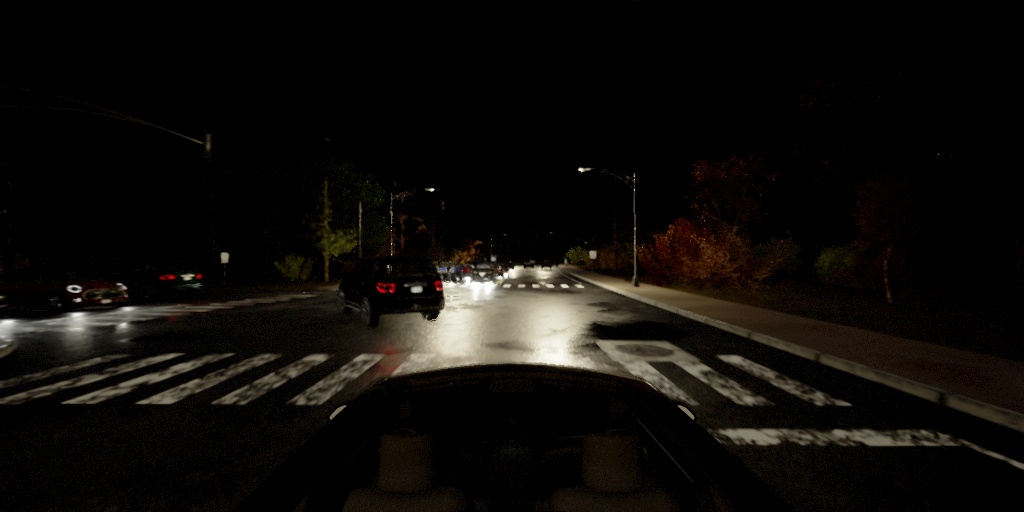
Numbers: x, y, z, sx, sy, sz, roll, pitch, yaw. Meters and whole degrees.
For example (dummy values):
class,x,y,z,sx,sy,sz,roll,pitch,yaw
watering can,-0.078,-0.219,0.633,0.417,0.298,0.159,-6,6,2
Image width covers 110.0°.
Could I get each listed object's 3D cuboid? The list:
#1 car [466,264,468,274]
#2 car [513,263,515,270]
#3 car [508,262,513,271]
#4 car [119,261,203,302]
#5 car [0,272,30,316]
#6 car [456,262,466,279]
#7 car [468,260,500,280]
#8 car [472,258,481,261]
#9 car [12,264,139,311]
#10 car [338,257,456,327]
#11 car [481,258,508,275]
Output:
class,x,y,z,sx,sy,sz,roll,pitch,yaw
car,-5.372,1.598,41.490,1.895,1.301,4.718,0,0,4
car,-0.626,1.659,61.413,1.994,1.385,4.181,0,0,5
car,-1.408,1.651,51.613,1.895,1.301,4.718,0,0,4
car,-19.514,1.289,19.006,5.566,2.045,2.150,-1,-1,8
car,-20.115,1.444,12.264,4.902,1.511,2.128,-1,-1,8
car,-5.842,1.297,32.522,2.097,1.767,4.553,0,0,3
car,-2.554,1.444,33.676,2.128,1.511,4.902,0,0,1
car,-4.681,1.271,51.415,2.150,2.045,5.566,0,0,4
car,-19.370,1.355,15.467,4.553,1.767,2.097,-1,-1,7
car,-4.245,1.051,12.144,2.150,2.045,5.566,1,-1,-37
car,-2.045,1.356,42.656,2.097,1.767,4.553,0,0,4
